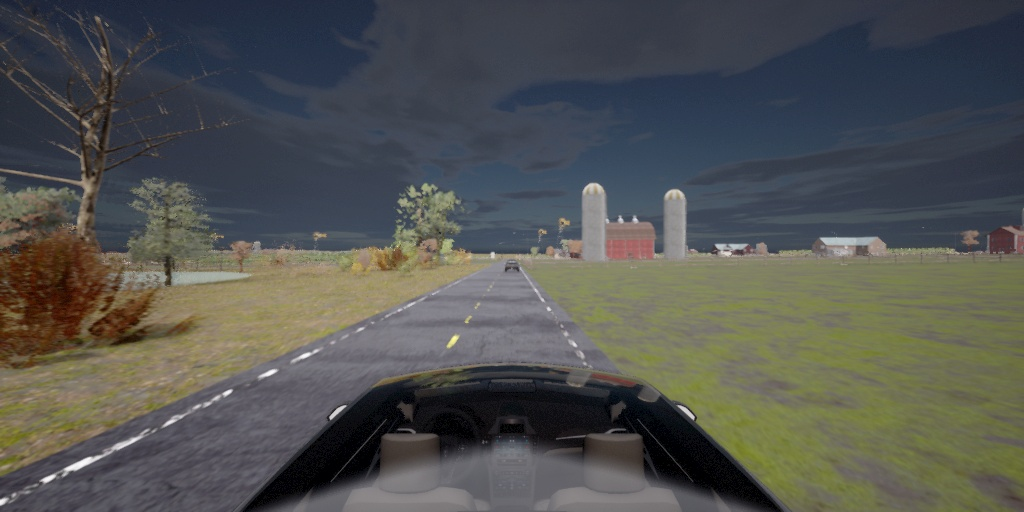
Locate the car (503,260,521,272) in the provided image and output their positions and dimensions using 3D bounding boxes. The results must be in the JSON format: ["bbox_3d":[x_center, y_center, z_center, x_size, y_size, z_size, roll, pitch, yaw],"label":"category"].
[{"bbox_3d":[0.011,1.239,44.949,1.837,1.490,4.892,0,0,0],"label":"car"}]
